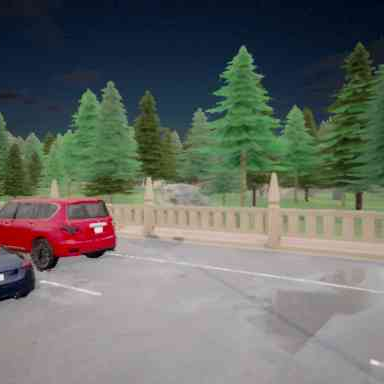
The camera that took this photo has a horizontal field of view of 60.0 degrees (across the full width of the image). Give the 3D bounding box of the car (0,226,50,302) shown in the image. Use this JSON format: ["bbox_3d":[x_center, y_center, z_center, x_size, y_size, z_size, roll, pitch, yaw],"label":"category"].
[{"bbox_3d":[-5.301,1.553,7.068,4.181,1.385,1.994,0,0,31],"label":"car"}]

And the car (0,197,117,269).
[{"bbox_3d":[-5.044,1.198,11.028,5.566,2.045,2.150,0,0,30],"label":"car"}]
